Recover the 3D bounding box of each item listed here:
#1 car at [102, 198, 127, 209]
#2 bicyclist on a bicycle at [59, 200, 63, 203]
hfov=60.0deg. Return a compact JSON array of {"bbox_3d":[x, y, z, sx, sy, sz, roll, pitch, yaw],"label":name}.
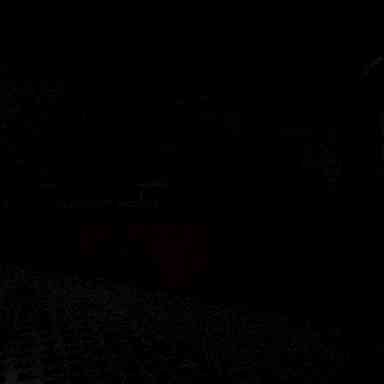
[{"bbox_3d":[-9.605,1.798,39.634,2.150,2.045,5.566,-3,-2,22],"label":"car"},{"bbox_3d":[-9.455,1.380,24.359,1.656,1.620,0.582,-3,-2,22],"label":"bicyclist on a bicycle"}]
